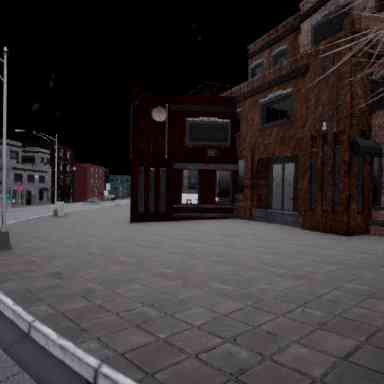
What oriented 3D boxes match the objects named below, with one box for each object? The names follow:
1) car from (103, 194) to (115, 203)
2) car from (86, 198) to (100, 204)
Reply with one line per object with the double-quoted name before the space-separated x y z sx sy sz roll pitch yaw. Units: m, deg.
"car" -20.939 1.618 84.374 2.150 2.045 5.566 1 0 -1
"car" -20.810 1.875 70.099 1.895 1.301 4.718 1 0 -1
